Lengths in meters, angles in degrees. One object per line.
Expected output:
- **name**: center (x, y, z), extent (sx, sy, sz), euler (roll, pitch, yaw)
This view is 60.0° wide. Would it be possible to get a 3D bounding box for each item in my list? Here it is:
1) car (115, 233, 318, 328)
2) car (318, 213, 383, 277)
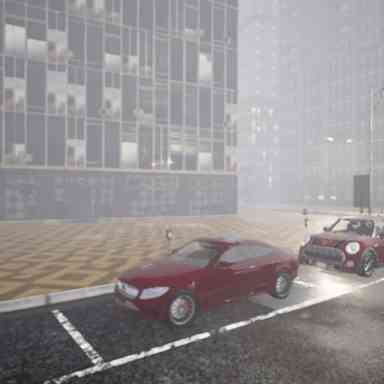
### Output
- **car**: center (0.513, 1.597, 6.930), extent (4.206, 1.307, 1.802), euler (0, 0, -36)
- **car**: center (5.144, 1.473, 10.241), extent (4.097, 1.590, 1.967), euler (0, 0, -36)
